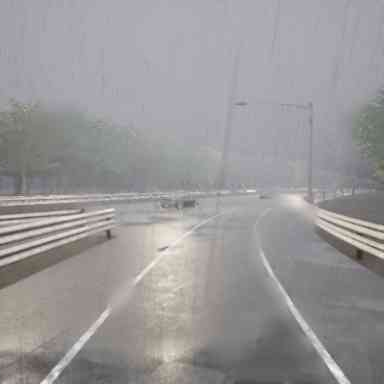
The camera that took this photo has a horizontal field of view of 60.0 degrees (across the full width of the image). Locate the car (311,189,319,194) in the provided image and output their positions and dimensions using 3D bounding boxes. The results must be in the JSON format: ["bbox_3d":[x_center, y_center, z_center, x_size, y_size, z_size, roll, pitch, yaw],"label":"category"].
[{"bbox_3d":[32.109,-0.026,87.501,1.895,1.301,4.718,1,1,32],"label":"car"}]

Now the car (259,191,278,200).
[{"bbox_3d":[13.044,0.556,56.505,2.033,1.411,5.357,1,2,31],"label":"car"}]

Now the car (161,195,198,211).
[{"bbox_3d":[-1.147,1.022,33.339,2.128,1.511,4.902,1,2,31],"label":"car"}]
